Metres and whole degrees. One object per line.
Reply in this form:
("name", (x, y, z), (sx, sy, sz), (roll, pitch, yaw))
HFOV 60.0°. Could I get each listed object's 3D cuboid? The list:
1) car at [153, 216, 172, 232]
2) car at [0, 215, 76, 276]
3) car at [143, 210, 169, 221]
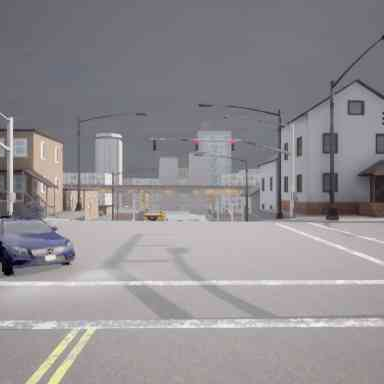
("car", (-3.781, 4.235, 43.687), (2.128, 1.511, 4.902), (0, -13, -1))
("car", (-5.458, 1.501, 10.578), (4.674, 1.442, 1.812), (0, 0, 44))
("car", (-3.673, 2.536, 33.465), (1.882, 1.535, 5.008), (0, -9, 1))
